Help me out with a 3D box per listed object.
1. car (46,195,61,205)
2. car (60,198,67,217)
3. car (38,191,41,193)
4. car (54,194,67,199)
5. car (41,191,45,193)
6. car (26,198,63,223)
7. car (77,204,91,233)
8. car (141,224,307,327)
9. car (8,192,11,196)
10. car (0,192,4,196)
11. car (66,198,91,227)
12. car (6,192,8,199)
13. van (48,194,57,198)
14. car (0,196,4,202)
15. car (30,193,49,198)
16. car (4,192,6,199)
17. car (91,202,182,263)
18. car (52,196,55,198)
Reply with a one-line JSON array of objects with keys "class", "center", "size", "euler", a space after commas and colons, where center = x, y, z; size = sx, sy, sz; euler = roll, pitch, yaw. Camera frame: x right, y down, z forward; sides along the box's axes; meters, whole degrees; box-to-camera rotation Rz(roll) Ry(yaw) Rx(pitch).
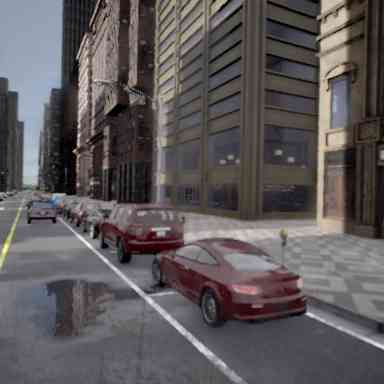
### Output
[{"class": "car", "center": [-21.785, 1.253, 52.207], "size": [1.887, 1.381, 4.507], "euler": [1, 0, -26]}, {"class": "car", "center": [-9.403, 1.451, 27.085], "size": [1.947, 1.339, 4.313], "euler": [1, 0, -26]}, {"class": "car", "center": [-36.645, 1.043, 82.355], "size": [1.887, 1.381, 4.507], "euler": [1, 0, -26]}, {"class": "car", "center": [-11.878, 1.290, 32.110], "size": [1.967, 1.590, 4.097], "euler": [1, 0, -26]}, {"class": "car", "center": [-26.737, 1.078, 62.257], "size": [1.967, 1.590, 4.097], "euler": [1, 0, -26]}, {"class": "car", "center": [-10.692, 1.397, 23.663], "size": [2.033, 1.411, 5.357], "euler": [1, 0, -26]}, {"class": "car", "center": [-4.451, 1.521, 17.037], "size": [1.947, 1.339, 4.313], "euler": [1, 0, -26]}, {"class": "car", "center": [0.502, 1.609, 6.988], "size": [1.802, 1.307, 4.206], "euler": [1, 0, -26]}, {"class": "car", "center": [-41.808, 0.811, 73.555], "size": [1.967, 1.590, 4.097], "euler": [1, 0, -26]}, {"class": "car", "center": [-31.903, 1.056, 53.456], "size": [1.887, 1.381, 4.507], "euler": [1, 0, -26]}, {"class": "car", "center": [-6.925, 1.360, 22.061], "size": [1.967, 1.590, 4.097], "euler": [1, 0, -26]}, {"class": "car", "center": [-36.781, 0.968, 63.353], "size": [1.752, 1.417, 4.829], "euler": [1, 0, -26]}, {"class": "van", "center": [-16.829, 1.120, 42.159], "size": [1.690, 1.788, 3.998], "euler": [1, 0, -26]}, {"class": "car", "center": [-9.772, 1.195, 14.606], "size": [2.097, 1.767, 4.553], "euler": [1, 0, -26]}, {"class": "car", "center": [-17.638, 1.258, 37.713], "size": [1.837, 1.490, 4.892], "euler": [1, 0, -26]}, {"class": "car", "center": [-34.380, 1.021, 58.480], "size": [1.887, 1.381, 4.507], "euler": [1, 0, -26]}, {"class": "car", "center": [-1.970, 1.306, 12.012], "size": [2.192, 1.841, 5.009], "euler": [1, 0, -26]}, {"class": "car", "center": [-14.357, 1.396, 37.134], "size": [1.802, 1.307, 4.206], "euler": [1, 0, -26]}]
